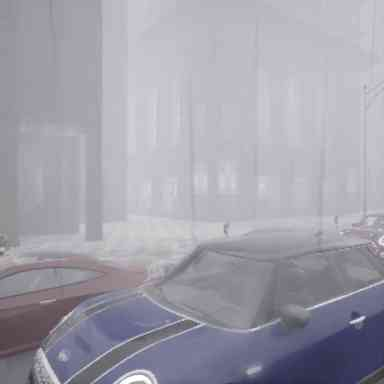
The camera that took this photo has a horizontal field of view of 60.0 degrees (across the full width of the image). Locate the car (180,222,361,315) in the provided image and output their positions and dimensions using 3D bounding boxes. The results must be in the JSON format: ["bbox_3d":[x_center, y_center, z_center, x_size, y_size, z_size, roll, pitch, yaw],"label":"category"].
[{"bbox_3d":[2.047,1.573,8.112,4.313,1.339,1.947,0,0,-36],"label":"car"}]

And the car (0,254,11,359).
[{"bbox_3d":[-2.541,1.582,4.838,4.206,1.307,1.802,0,0,-36],"label":"car"}]

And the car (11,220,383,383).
[{"bbox_3d":[0.650,1.355,3.844,4.553,1.767,2.097,0,0,-36],"label":"car"}]

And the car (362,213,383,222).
[{"bbox_3d":[6.636,1.455,11.386,4.097,1.590,1.967,0,0,-36],"label":"car"}]
